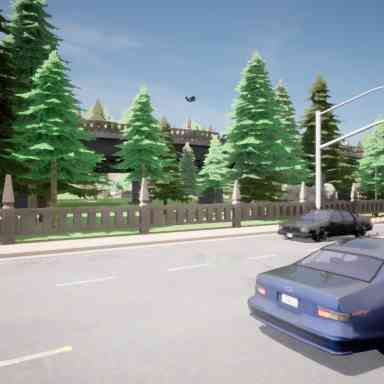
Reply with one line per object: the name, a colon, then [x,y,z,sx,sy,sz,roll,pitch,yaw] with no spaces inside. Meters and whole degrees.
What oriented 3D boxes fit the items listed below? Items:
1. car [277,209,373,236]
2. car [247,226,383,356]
car: [6.636,1.547,16.279,5.357,1.411,2.033,0,0,-32]
car: [3.496,1.547,5.918,5.357,1.411,2.033,0,0,-31]
